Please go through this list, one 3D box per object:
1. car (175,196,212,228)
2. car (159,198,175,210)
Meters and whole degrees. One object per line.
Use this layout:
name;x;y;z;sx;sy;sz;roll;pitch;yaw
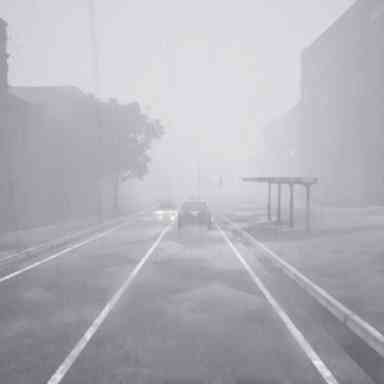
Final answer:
car;0.178;1.337;22.159;2.097;1.767;4.553;0;0;0
car;-2.969;1.448;41.035;1.895;1.301;4.718;0;1;1
